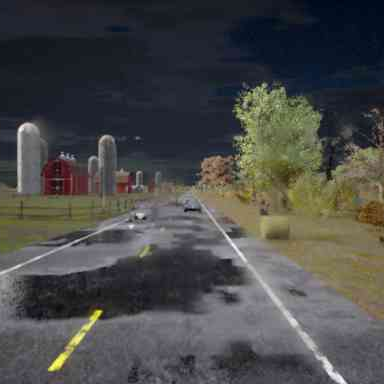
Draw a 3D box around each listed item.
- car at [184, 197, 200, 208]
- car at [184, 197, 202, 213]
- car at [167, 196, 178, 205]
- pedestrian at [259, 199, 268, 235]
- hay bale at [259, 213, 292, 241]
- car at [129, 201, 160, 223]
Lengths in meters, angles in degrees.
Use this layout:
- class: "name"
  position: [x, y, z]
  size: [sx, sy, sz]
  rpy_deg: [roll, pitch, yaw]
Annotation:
- class: "car"
  position: [-0.001, 1.484, 48.663]
  size: [2.128, 1.511, 4.902]
  rpy_deg: [0, 0, 0]
- class: "car"
  position: [0.079, 1.557, 37.400]
  size: [1.994, 1.385, 4.181]
  rpy_deg: [0, 0, 0]
- class: "car"
  position: [-3.522, 1.492, 60.894]
  size: [1.837, 1.490, 4.892]
  rpy_deg: [0, 2, 0]
- class: "pedestrian"
  position: [3.690, 1.299, 17.181]
  size: [0.375, 1.860, 0.375]
  rpy_deg: [-1, 1, -2]
- class: "hay bale"
  position: [4.004, 1.653, 16.063]
  size: [1.220, 1.180, 1.240]
  rpy_deg: [1, 1, 0]
- class: "car"
  position: [-3.602, 1.487, 25.734]
  size: [2.128, 1.511, 4.902]
  rpy_deg: [0, 0, 0]
